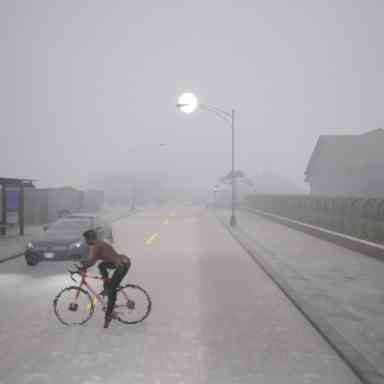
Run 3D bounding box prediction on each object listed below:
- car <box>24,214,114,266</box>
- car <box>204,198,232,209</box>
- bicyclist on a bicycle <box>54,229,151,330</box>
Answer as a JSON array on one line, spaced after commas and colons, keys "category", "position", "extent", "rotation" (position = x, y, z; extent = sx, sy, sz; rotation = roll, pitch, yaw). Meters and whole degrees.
[{"category": "car", "position": [-4.032, 1.525, 11.720], "extent": [1.812, 1.442, 4.674], "rotation": [0, 0, 0]}, {"category": "car", "position": [3.730, 1.525, 45.893], "extent": [4.674, 1.442, 1.812], "rotation": [0, 0, -41]}, {"category": "bicyclist on a bicycle", "position": [-1.523, 1.451, 5.591], "extent": [1.656, 1.620, 0.582], "rotation": [-2, 0, 0]}]
